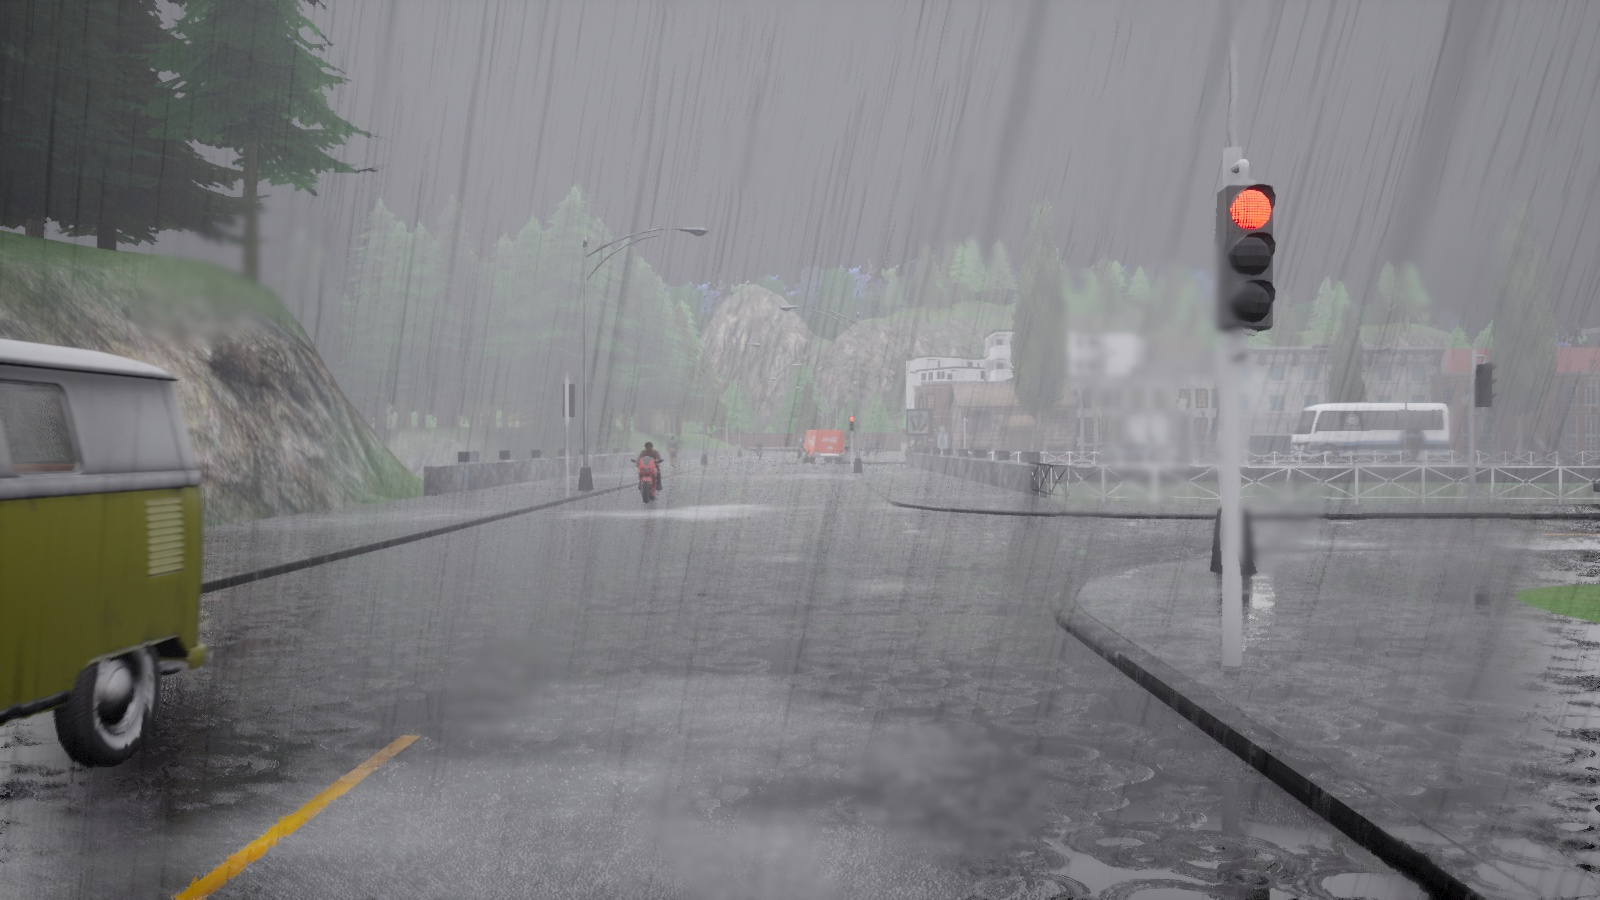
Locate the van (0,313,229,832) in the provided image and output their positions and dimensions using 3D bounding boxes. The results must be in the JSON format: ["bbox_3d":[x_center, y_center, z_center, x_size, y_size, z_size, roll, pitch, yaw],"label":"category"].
[{"bbox_3d":[-3.956,0.471,4.476,1.775,1.987,4.442,0,0,1],"label":"van"}]

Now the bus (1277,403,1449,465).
[{"bbox_3d":[39.281,-1.094,87.878,10.273,4.253,3.944,0,0,0],"label":"bus"}]

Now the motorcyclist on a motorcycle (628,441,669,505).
[{"bbox_3d":[-3.762,0.549,31.265,0.797,1.523,2.044,0,0,-1],"label":"motorcyclist on a motorcycle"}]

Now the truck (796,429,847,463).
[{"bbox_3d":[1.590,-0.282,95.343,2.627,2.467,5.204,1,0,-13],"label":"truck"}]

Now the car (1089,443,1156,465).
[{"bbox_3d":[22.558,0.282,87.971,4.193,1.474,1.816,0,0,0],"label":"car"}]

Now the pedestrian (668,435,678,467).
[{"bbox_3d":[-7.375,0.039,72.931,0.540,1.848,0.694,0,0,2],"label":"pedestrian"}]
